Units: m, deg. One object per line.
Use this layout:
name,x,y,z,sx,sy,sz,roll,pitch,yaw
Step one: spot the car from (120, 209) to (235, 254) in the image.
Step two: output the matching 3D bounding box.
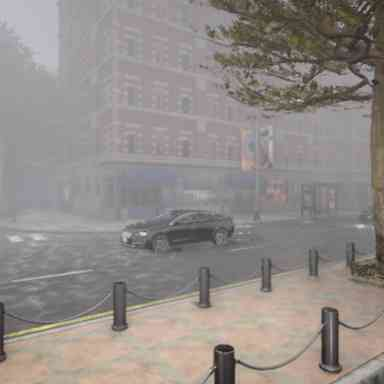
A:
car,-0.443,1.466,13.500,4.902,1.511,2.128,0,0,-35

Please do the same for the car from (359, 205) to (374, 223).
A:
car,13.772,1.439,23.628,4.674,1.442,1.812,0,0,-35
